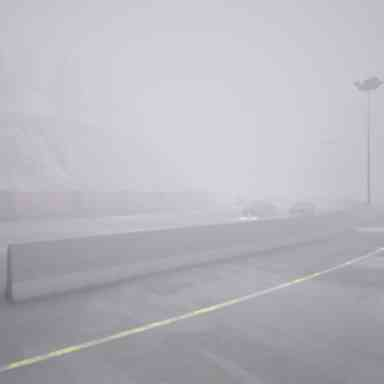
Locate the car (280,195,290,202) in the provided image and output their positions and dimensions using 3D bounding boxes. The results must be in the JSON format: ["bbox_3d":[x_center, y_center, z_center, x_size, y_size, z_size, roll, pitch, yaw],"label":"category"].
[{"bbox_3d":[20.188,1.505,72.689,1.837,1.490,4.892,0,0,1],"label":"car"}]

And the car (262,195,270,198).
[{"bbox_3d":[9.244,1.570,45.771,1.812,1.442,4.674,0,0,19],"label":"car"}]

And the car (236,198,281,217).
[{"bbox_3d":[6.503,1.578,32.011,2.033,1.411,5.357,0,0,32],"label":"car"}]

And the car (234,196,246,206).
[{"bbox_3d":[8.085,1.414,54.433,2.097,1.767,4.553,0,0,12],"label":"car"}]

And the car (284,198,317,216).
[{"bbox_3d":[10.992,1.565,32.767,2.033,1.411,5.357,0,0,29],"label":"car"}]

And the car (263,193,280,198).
[{"bbox_3d":[16.677,1.150,71.898,2.150,2.045,5.566,0,0,1],"label":"car"}]
